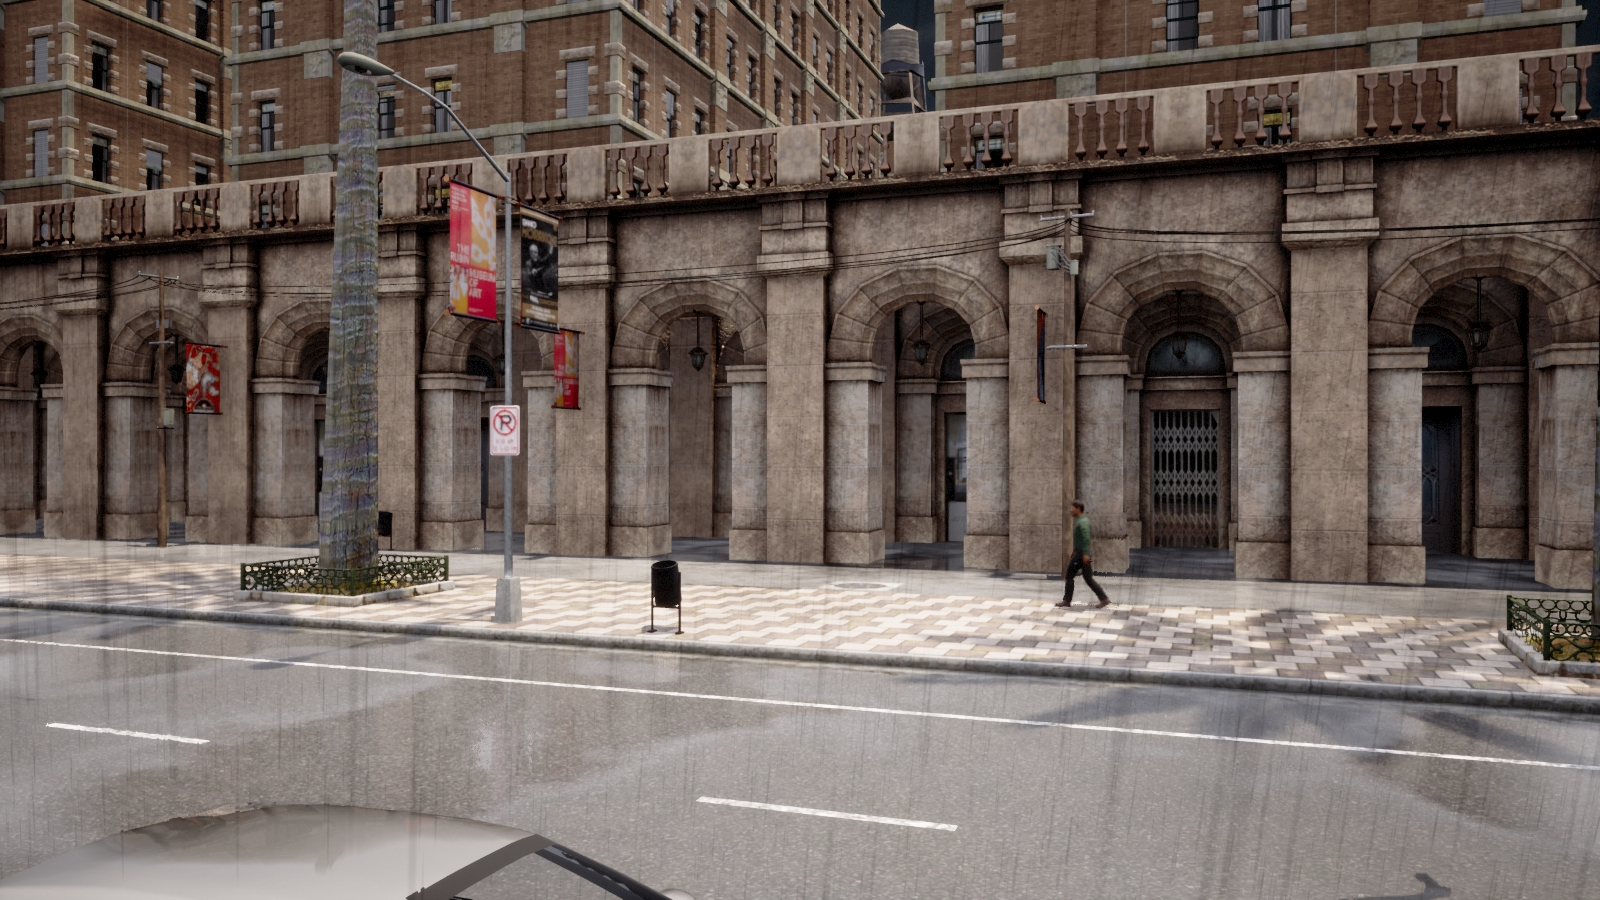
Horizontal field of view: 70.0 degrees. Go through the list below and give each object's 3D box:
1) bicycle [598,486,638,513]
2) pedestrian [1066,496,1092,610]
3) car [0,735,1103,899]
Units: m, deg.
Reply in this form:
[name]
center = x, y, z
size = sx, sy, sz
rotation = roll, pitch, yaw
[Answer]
[bicycle]
center = -8.167, 2.220, 51.148
size = 1.835, 1.171, 0.329
rotation = 0, 0, 20
[pedestrian]
center = 4.639, 1.698, 18.984
size = 0.375, 1.860, 0.375
rotation = 0, 0, 20
[car]
center = -1.248, 2.067, 3.754
size = 4.193, 1.474, 1.816
rotation = 0, 0, 20
